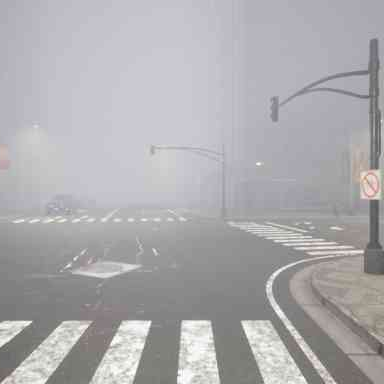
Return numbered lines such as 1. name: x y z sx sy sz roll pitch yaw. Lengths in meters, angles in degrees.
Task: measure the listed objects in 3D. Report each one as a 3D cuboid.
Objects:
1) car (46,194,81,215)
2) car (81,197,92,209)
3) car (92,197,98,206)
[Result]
1. car: -13.306 1.239 34.212 2.150 2.045 5.566 0 0 -9
2. car: -14.914 1.591 44.072 1.994 1.385 4.181 0 0 -10
3. car: -16.518 1.516 54.103 1.882 1.535 5.008 0 0 -9
